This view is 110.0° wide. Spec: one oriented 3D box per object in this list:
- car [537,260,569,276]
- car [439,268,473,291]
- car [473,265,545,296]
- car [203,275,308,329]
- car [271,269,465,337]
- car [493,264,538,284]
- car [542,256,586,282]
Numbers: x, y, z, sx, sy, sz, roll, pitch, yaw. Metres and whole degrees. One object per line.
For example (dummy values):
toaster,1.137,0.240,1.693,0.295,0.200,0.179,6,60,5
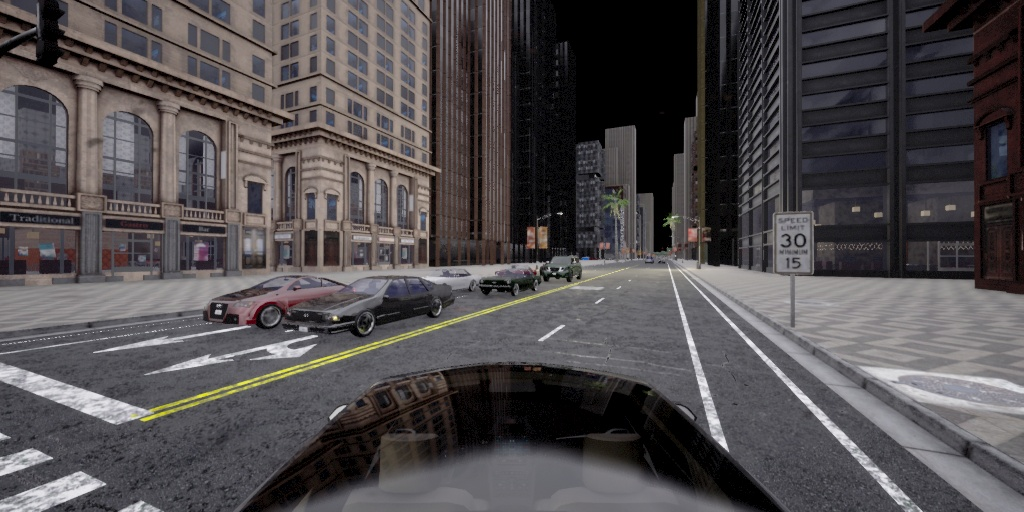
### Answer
car,4.420,1.251,37.941,1.882,1.535,5.008,0,0,24
car,-3.574,1.357,19.425,1.895,1.301,4.718,0,0,23
car,0.012,1.357,19.536,1.895,1.301,4.718,0,0,23
car,-7.026,1.316,11.372,1.994,1.385,4.181,0,0,23
car,-3.771,1.299,10.725,2.033,1.411,5.357,0,0,23
car,0.359,1.364,28.577,1.895,1.301,4.718,0,0,23
car,4.236,0.986,29.363,2.150,2.045,5.566,0,0,23
